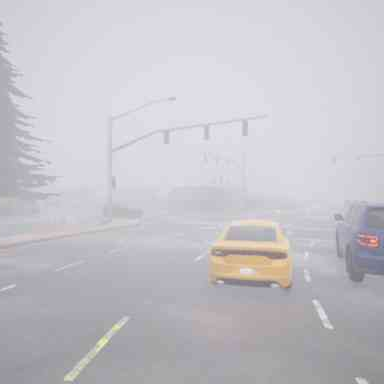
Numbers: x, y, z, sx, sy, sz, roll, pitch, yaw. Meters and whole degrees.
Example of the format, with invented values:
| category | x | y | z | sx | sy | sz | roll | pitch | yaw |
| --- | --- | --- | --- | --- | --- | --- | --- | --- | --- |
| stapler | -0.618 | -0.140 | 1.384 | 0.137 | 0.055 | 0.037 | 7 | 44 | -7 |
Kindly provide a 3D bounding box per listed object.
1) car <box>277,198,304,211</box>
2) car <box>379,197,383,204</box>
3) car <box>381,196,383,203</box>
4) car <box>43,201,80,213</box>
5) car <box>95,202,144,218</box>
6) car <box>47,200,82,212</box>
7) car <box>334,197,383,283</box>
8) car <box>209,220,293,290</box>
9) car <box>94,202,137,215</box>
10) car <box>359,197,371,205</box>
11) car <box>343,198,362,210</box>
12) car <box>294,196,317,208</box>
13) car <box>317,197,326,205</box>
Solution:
| category | x | y | z | sx | sy | sz | roll | pitch | yaw |
| --- | --- | --- | --- | --- | --- | --- | --- | --- | --- |
| car | 13.111 | 1.721 | 45.062 | 2.033 | 1.411 | 5.357 | 0 | 0 | 31 |
| car | 40.149 | 1.815 | 69.259 | 2.033 | 1.411 | 5.357 | 0 | 0 | 31 |
| car | 45.480 | 1.788 | 78.065 | 1.882 | 1.535 | 5.008 | 0 | 0 | 31 |
| car | -14.751 | 1.712 | 37.052 | 4.674 | 1.442 | 1.812 | 0 | 0 | 32 |
| car | -6.952 | 1.773 | 32.234 | 4.718 | 1.301 | 1.895 | 0 | 0 | 32 |
| car | -16.080 | 1.767 | 41.970 | 4.181 | 1.385 | 1.994 | 0 | 0 | 32 |
| car | 5.496 | 1.261 | 9.590 | 2.150 | 2.045 | 5.566 | 0 | 0 | 19 |
| car | 1.790 | 1.514 | 9.403 | 1.882 | 1.535 | 5.008 | 0 | 0 | 15 |
| car | -8.576 | 1.791 | 37.342 | 4.718 | 1.301 | 1.895 | 0 | 0 | 32 |
| car | 35.652 | 1.795 | 68.587 | 1.812 | 1.442 | 4.674 | 0 | 0 | 31 |
| car | 22.673 | 1.662 | 46.945 | 1.882 | 1.535 | 5.008 | 0 | 0 | 31 |
| car | 18.425 | 1.734 | 53.821 | 1.812 | 1.442 | 4.674 | 0 | 0 | 32 |
| car | 23.884 | 1.735 | 62.708 | 2.128 | 1.511 | 4.902 | 0 | 0 | 31 |
